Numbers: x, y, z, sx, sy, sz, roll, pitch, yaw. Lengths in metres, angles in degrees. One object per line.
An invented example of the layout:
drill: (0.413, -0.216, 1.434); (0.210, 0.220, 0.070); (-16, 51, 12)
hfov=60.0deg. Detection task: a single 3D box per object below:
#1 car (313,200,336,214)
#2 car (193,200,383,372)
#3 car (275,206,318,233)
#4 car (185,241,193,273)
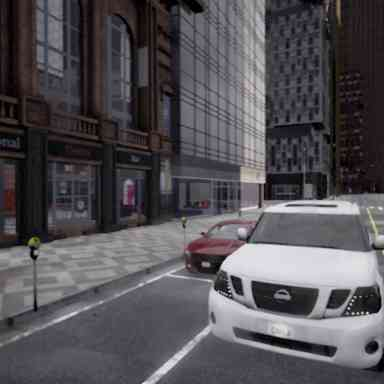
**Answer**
car: (14.145, 1.524, 35.355); (1.947, 1.339, 4.313); (0, 0, 27)
car: (2.257, 1.219, 6.249); (2.150, 2.045, 5.566); (0, 0, 27)
car: (6.474, 1.567, 20.243); (1.802, 1.307, 4.206); (0, 0, 27)
car: (1.360, 1.540, 10.169); (1.887, 1.381, 4.507); (0, 0, 27)
